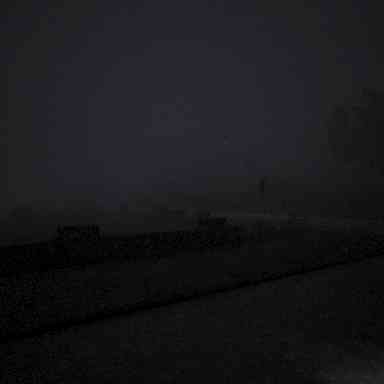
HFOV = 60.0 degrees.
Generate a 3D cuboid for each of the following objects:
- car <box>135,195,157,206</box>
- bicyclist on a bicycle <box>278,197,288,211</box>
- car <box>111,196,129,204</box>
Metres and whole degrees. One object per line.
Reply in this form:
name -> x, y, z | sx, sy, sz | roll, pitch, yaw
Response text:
car -> -7.509, 1.327, 53.595 | 2.097, 1.767, 4.553 | 0, 0, -35
bicyclist on a bicycle -> 9.985, 1.319, 36.397 | 1.656, 1.620, 0.582 | 0, 0, -36
car -> -13.383, 1.453, 61.745 | 1.882, 1.535, 5.008 | 0, 0, -36
